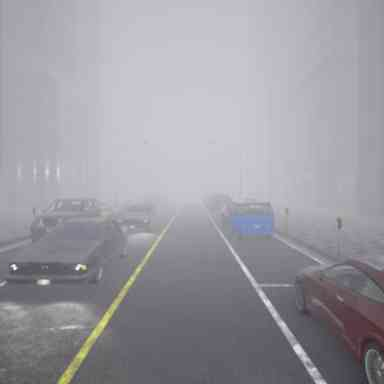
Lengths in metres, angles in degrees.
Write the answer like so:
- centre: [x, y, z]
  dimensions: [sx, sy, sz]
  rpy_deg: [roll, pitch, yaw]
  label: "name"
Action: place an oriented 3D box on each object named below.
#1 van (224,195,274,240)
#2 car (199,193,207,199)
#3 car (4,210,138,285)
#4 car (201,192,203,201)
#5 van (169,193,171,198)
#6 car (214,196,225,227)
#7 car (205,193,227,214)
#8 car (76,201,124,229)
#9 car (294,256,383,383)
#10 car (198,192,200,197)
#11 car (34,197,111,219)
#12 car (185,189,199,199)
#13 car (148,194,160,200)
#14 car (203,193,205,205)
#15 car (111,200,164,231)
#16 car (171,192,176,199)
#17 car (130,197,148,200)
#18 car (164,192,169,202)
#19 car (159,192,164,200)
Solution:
- centre: [2.747, 1.237, 16.010]
  dimensions: [1.690, 1.788, 3.998]
  rpy_deg: [-1, 0, 0]
  label: "van"
- centre: [2.742, 1.064, 84.236]
  dimensions: [1.752, 1.417, 4.829]
  rpy_deg: [-1, 0, 0]
  label: "car"
- centre: [-3.097, 1.484, 9.614]
  dimensions: [2.033, 1.411, 5.357]
  rpy_deg: [0, 0, 0]
  label: "car"
- centre: [2.744, 1.143, 50.038]
  dimensions: [1.967, 1.590, 4.097]
  rpy_deg: [-1, 0, 0]
  label: "car"
- centre: [-5.784, 0.961, 67.043]
  dimensions: [1.690, 1.788, 3.998]
  rpy_deg: [-1, 0, 0]
  label: "van"
- centre: [2.747, 1.301, 21.682]
  dimensions: [1.967, 1.590, 4.097]
  rpy_deg: [-1, 0, 0]
  label: "car"
- centre: [2.744, 1.109, 33.024]
  dimensions: [2.192, 1.841, 5.009]
  rpy_deg: [-1, 0, 0]
  label: "car"
- centre: [-5.776, 1.387, 21.508]
  dimensions: [1.752, 1.417, 4.829]
  rpy_deg: [-1, 0, 0]
  label: "car"
- centre: [2.752, 1.550, 4.669]
  dimensions: [1.802, 1.307, 4.206]
  rpy_deg: [-1, 0, 0]
  label: "car"
- centre: [2.743, 1.117, 72.894]
  dimensions: [1.752, 1.417, 4.829]
  rpy_deg: [-1, 0, 0]
  label: "car"
- centre: [-5.778, 1.211, 16.006]
  dimensions: [2.192, 1.841, 5.009]
  rpy_deg: [-1, 0, 0]
  label: "car"
- centre: [-0.008, 0.830, 83.136]
  dimensions: [2.097, 1.767, 4.553]
  rpy_deg: [0, 0, 0]
  label: "car"
- centre: [-5.778, 1.277, 44.361]
  dimensions: [1.887, 1.381, 4.507]
  rpy_deg: [-1, 0, 0]
  label: "car"
- centre: [2.743, 1.078, 38.695]
  dimensions: [2.192, 1.841, 5.009]
  rpy_deg: [-1, 0, 0]
  label: "car"
- centre: [-3.089, 1.418, 19.989]
  dimensions: [2.033, 1.411, 5.357]
  rpy_deg: [0, 0, 0]
  label: "car"
- centre: [-5.783, 1.065, 83.886]
  dimensions: [1.752, 1.417, 4.829]
  rpy_deg: [-1, 0, 0]
  label: "car"
- centre: [-5.777, 1.376, 33.020]
  dimensions: [1.802, 1.307, 4.206]
  rpy_deg: [-1, 0, 0]
  label: "car"
- centre: [-5.780, 1.213, 61.373]
  dimensions: [1.947, 1.339, 4.313]
  rpy_deg: [-1, 0, 0]
  label: "car"
- centre: [-5.781, 1.144, 50.031]
  dimensions: [1.967, 1.590, 4.097]
  rpy_deg: [-1, 0, 0]
  label: "car"
